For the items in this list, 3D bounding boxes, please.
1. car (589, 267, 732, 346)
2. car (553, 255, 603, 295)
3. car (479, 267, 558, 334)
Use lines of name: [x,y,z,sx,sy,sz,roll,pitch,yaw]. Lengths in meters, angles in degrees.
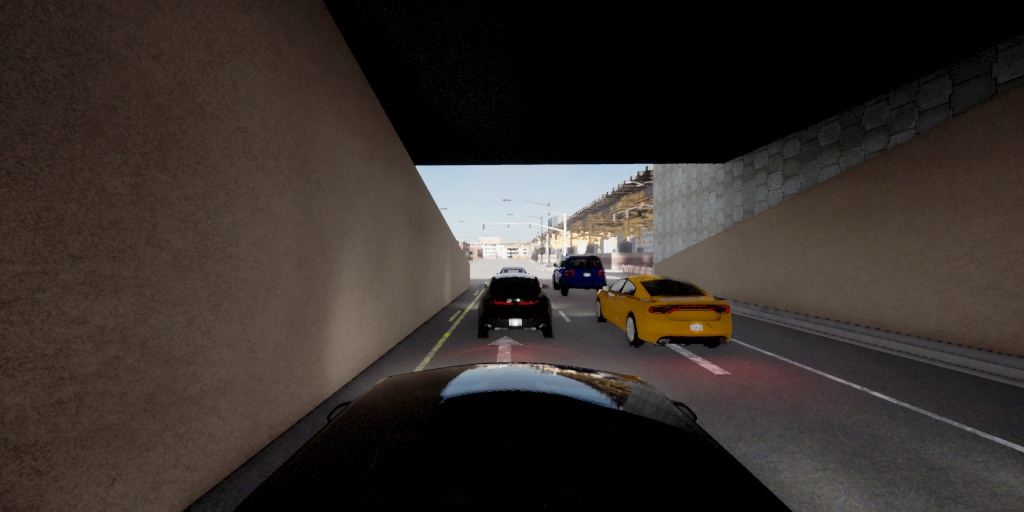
car: [3.574,1.230,9.415,1.882,1.535,5.008,0,0,0]
car: [3.568,0.978,19.750,2.150,2.045,5.566,0,0,0]
car: [0.076,1.259,10.637,1.837,1.490,4.892,0,0,0]
